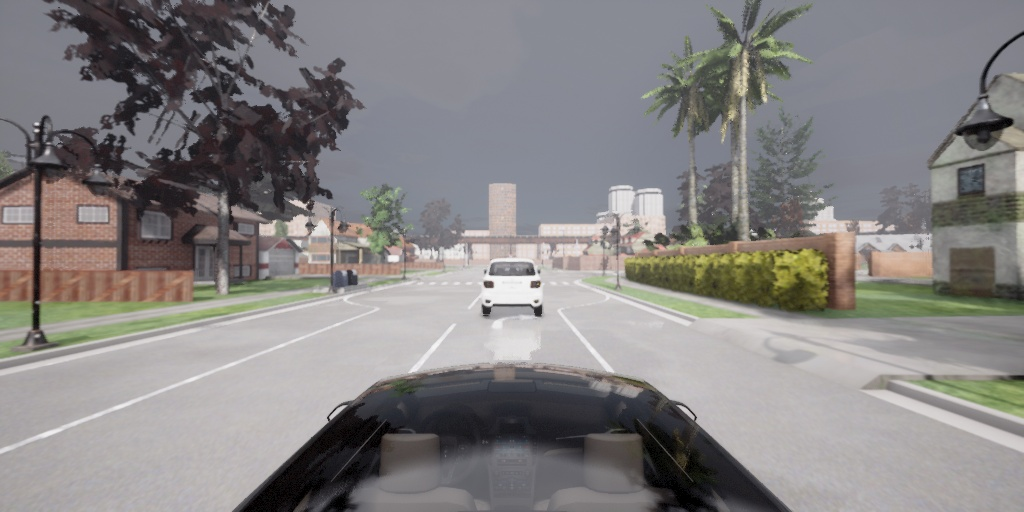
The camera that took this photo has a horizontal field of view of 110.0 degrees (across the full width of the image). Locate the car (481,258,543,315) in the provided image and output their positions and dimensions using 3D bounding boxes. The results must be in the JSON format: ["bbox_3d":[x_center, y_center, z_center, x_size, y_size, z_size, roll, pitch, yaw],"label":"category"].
[{"bbox_3d":[0.016,1.113,14.400,2.150,2.045,5.566,0,0,0],"label":"car"}]
